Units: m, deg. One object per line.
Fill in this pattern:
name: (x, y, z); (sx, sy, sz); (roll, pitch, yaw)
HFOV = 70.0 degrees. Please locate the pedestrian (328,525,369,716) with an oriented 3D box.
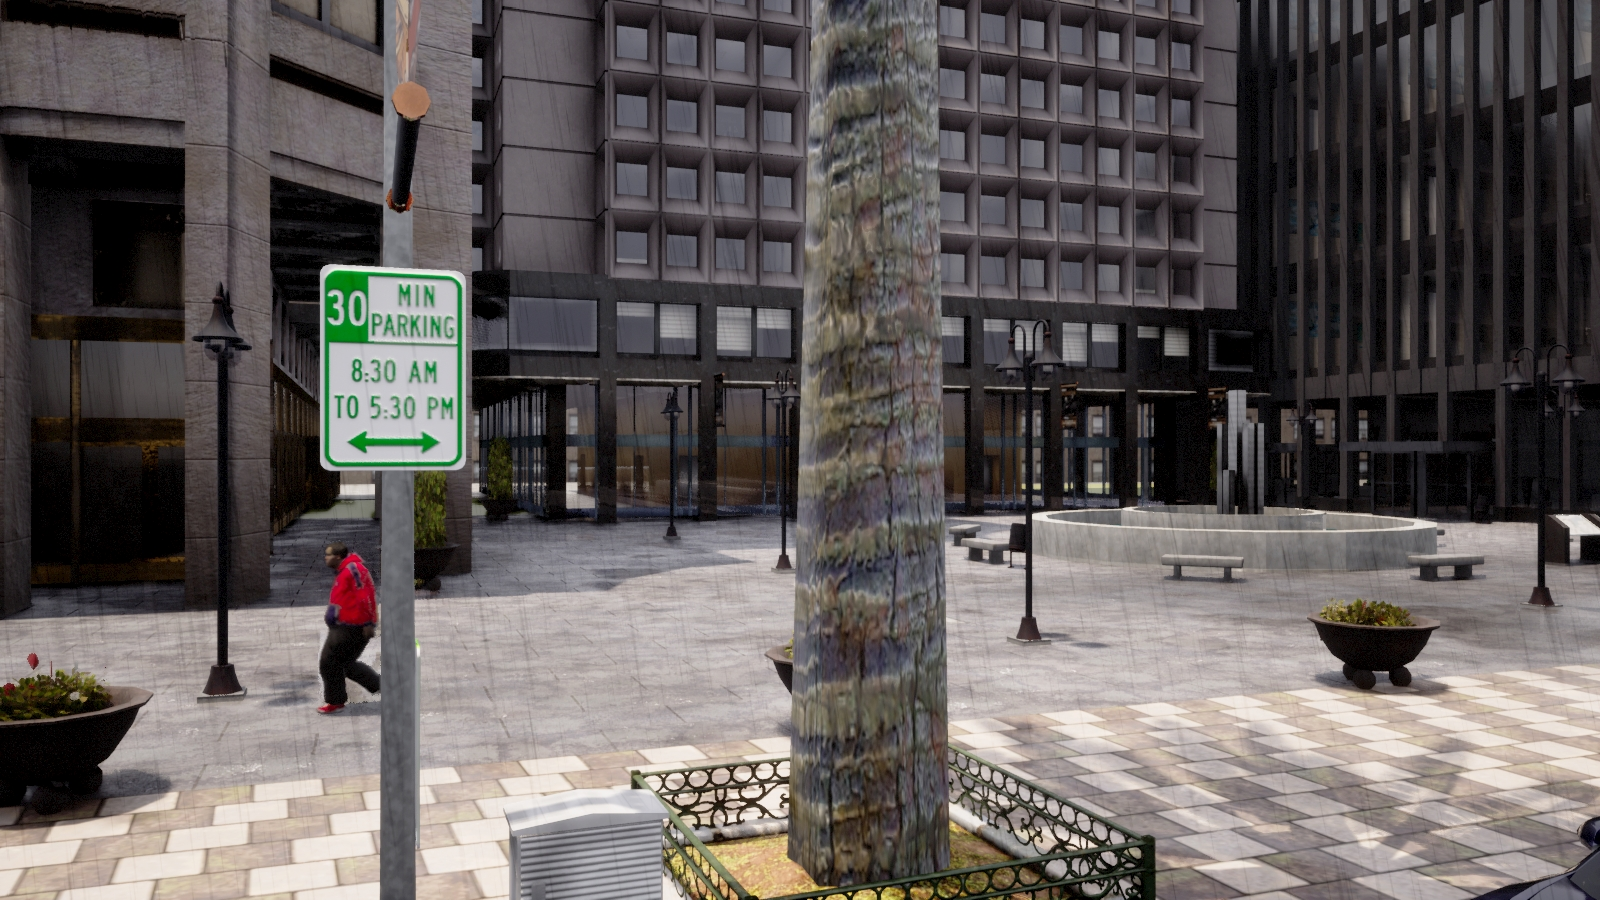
pedestrian: (-4.571, 1.706, 11.566); (0.375, 1.860, 0.375); (0, 0, -23)
